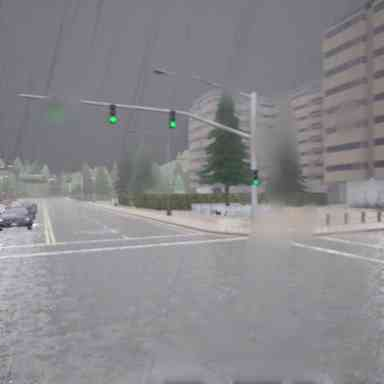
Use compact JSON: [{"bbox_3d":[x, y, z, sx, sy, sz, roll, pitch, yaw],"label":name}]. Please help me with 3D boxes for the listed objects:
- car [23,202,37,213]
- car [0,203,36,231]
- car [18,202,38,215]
[{"bbox_3d":[-15.353,1.816,30.445,1.895,1.301,4.718,0,0,-24],"label":"car"},{"bbox_3d":[-11.582,1.686,22.076,1.812,1.442,4.674,0,0,-24],"label":"car"},{"bbox_3d":[-19.483,1.877,39.619,1.895,1.301,4.718,0,0,-24],"label":"car"}]
